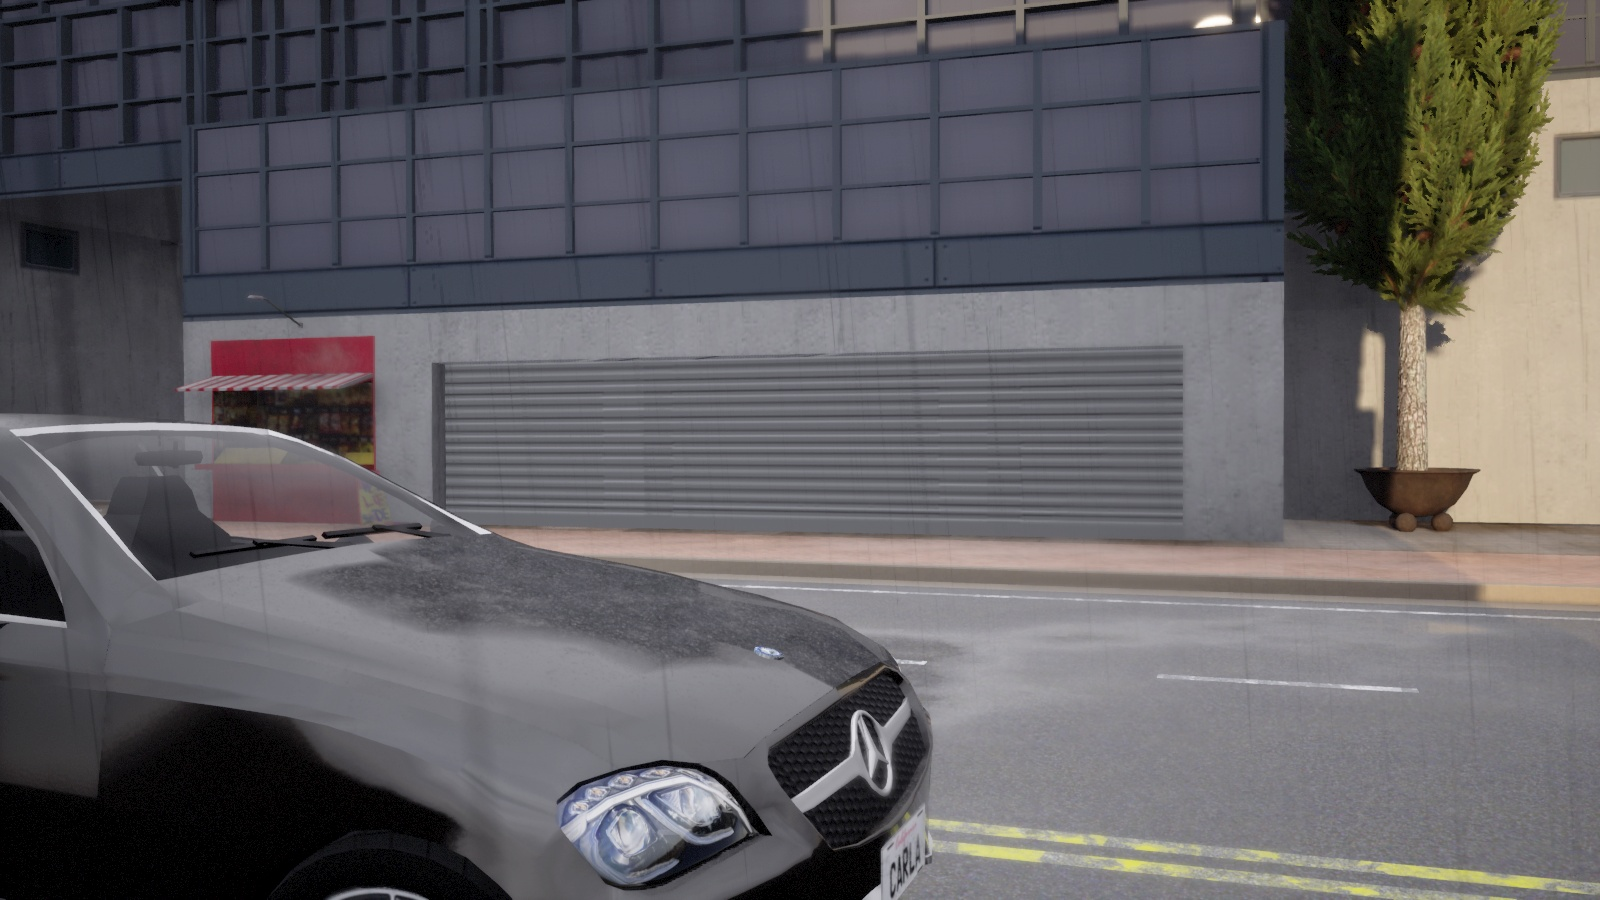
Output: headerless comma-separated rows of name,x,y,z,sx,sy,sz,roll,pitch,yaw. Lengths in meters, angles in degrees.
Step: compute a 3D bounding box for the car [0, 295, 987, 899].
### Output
car,-2.120,0.535,3.904,5.027,1.651,2.152,1,1,19
